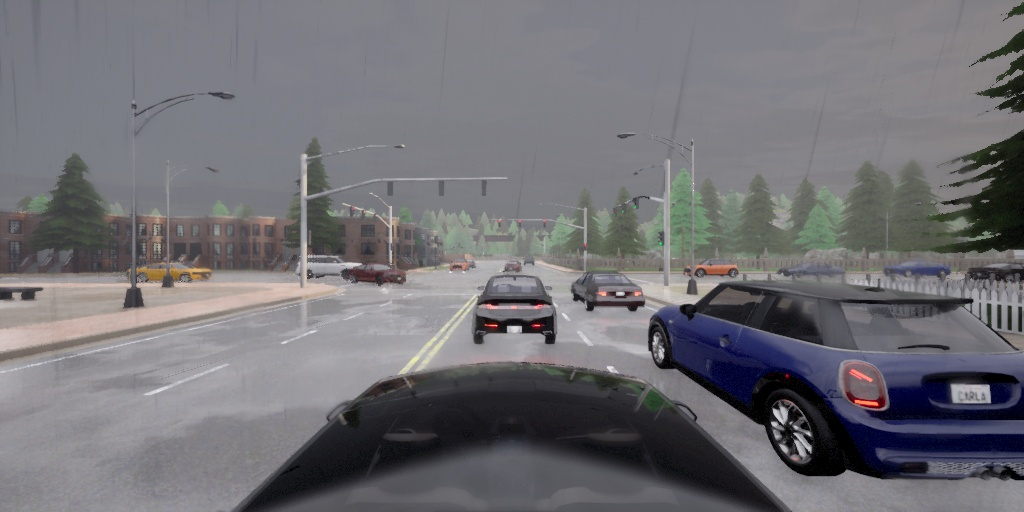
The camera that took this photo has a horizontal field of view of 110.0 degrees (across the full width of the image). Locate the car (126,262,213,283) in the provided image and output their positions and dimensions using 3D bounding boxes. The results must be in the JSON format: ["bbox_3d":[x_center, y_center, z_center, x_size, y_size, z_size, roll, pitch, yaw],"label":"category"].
[{"bbox_3d":[-25.524,1.226,27.067,5.008,1.535,1.882,0,0,-2],"label":"car"}]

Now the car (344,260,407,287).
[{"bbox_3d":[-9.275,1.226,24.815,5.008,1.535,1.882,0,-2,38],"label":"car"}]

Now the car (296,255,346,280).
[{"bbox_3d":[-15.421,0.970,30.731,5.566,2.045,2.150,0,0,-1],"label":"car"}]

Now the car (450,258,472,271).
[{"bbox_3d":[-7.036,1.100,48.317,2.097,1.767,4.553,0,0,0],"label":"car"}]

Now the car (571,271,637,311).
[{"bbox_3d":[3.600,1.297,14.356,2.033,1.411,5.357,0,0,0],"label":"car"}]

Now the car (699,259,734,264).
[{"bbox_3d":[18.749,1.100,33.950,4.553,1.767,2.097,0,0,0],"label":"car"}]

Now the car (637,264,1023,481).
[{"bbox_3d":[3.606,1.102,4.938,2.097,1.767,4.553,0,0,0],"label":"car"}]

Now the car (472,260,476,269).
[{"bbox_3d":[-7.013,1.273,58.250,1.812,1.442,4.674,0,0,1],"label":"car"}]

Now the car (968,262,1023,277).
[{"bbox_3d":[37.278,1.226,26.711,5.008,1.535,1.882,0,0,0],"label":"car"}]

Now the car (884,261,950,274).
[{"bbox_3d":[38.152,1.226,33.897,5.008,1.535,1.882,0,0,0],"label":"car"}]

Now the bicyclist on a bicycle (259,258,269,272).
[{"bbox_3d":[-28.766,1.051,41.635,0.582,1.620,1.656,0,0,-1],"label":"bicyclist on a bicycle"}]

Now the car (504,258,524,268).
[{"bbox_3d":[0.089,1.273,43.932,1.812,1.442,4.674,0,0,6],"label":"car"}]

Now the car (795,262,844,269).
[{"bbox_3d":[28.274,1.296,33.925,5.357,1.411,2.033,0,0,1],"label":"car"}]

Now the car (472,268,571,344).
[{"bbox_3d":[0.073,1.241,9.528,2.128,1.511,4.902,0,0,1],"label":"car"}]
